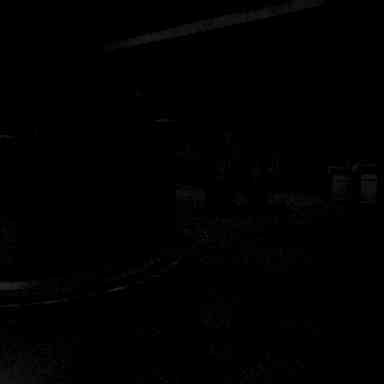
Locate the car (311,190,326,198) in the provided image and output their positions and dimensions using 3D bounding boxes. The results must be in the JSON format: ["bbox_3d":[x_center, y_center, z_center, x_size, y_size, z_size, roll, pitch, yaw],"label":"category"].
[{"bbox_3d":[24.540,0.318,64.647,1.812,1.442,4.674,2,2,35],"label":"car"}]

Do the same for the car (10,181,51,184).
[{"bbox_3d":[-17.220,-0.178,35.207,3.866,1.878,1.905,2,2,35],"label":"car"}]

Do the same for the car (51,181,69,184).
[{"bbox_3d":[-26.761,-1.258,65.453,3.866,1.878,1.905,2,2,35],"label":"car"}]

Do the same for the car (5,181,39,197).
[{"bbox_3d":[-21.751,-0.464,42.425,4.605,1.855,1.932,2,2,35],"label":"car"}]

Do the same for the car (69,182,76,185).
[{"bbox_3d":[-25.423,-1.285,68.065,4.605,1.855,1.932,2,2,35],"label":"car"}]

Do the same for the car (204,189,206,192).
[{"bbox_3d":[4.902,-0.327,65.594,5.027,1.636,2.152,2,2,35],"label":"car"}]
